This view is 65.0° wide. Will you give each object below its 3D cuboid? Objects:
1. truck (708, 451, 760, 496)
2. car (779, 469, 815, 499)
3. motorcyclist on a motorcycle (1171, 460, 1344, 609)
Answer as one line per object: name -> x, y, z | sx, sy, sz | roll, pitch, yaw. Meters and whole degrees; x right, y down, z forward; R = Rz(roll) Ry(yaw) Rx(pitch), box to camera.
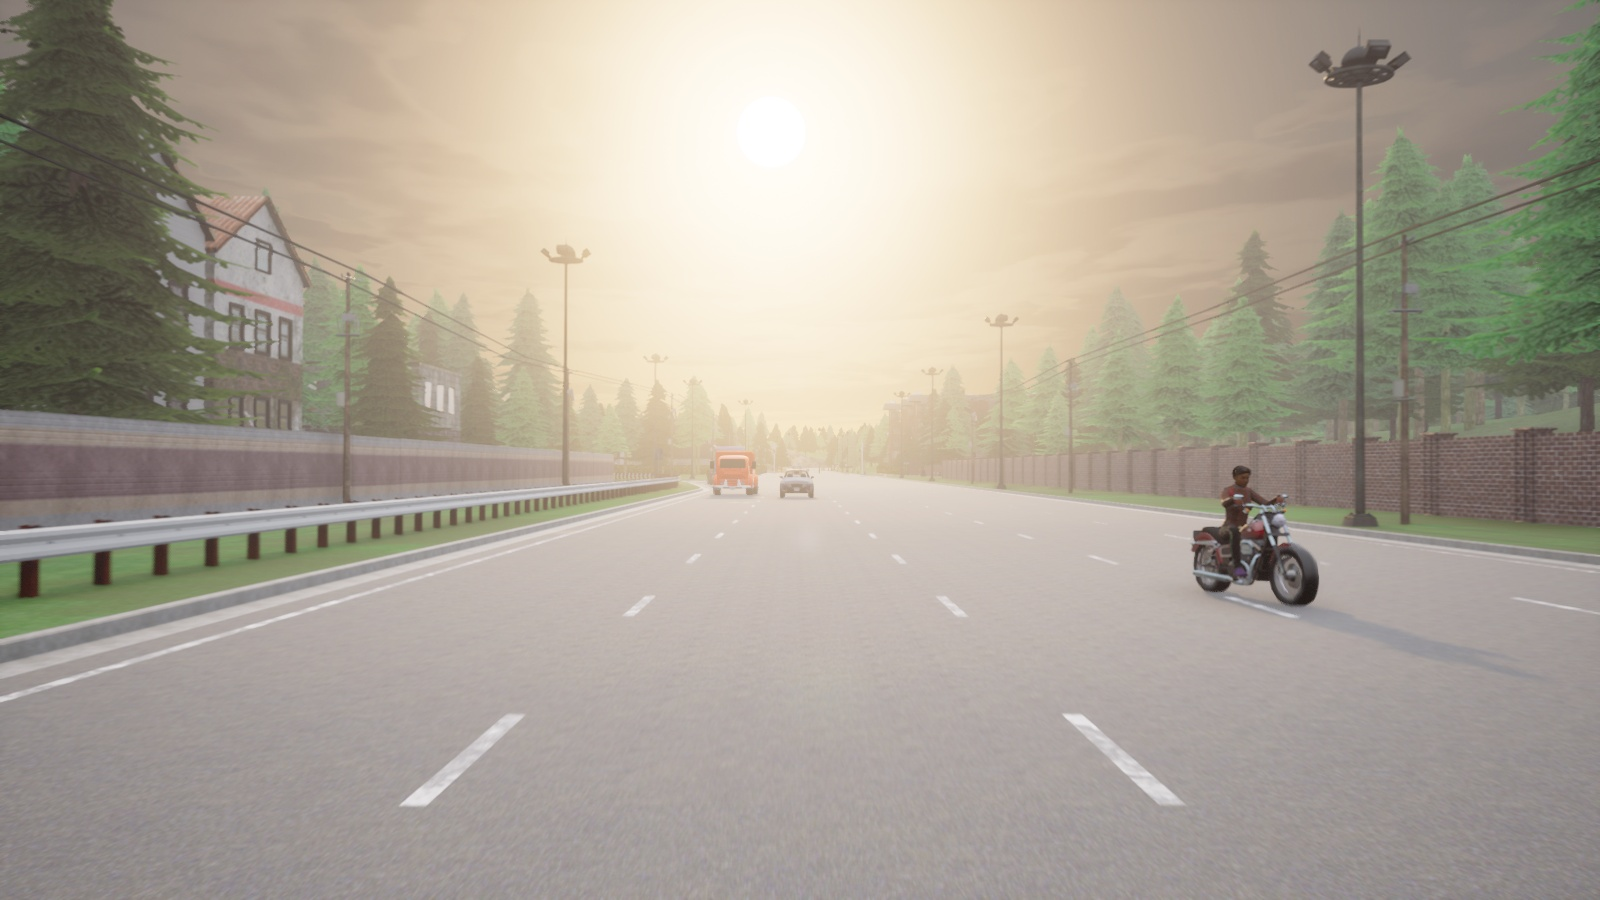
truck -> -3.670, 1.332, 70.953 | 2.627, 2.467, 5.204 | 0, -1, 0
car -> -0.154, 1.728, 64.783 | 1.816, 1.474, 4.193 | 0, -1, 0
motorcyclist on a motorcycle -> 5.444, 0.950, 15.142 | 0.766, 1.649, 2.350 | 0, -1, -14
